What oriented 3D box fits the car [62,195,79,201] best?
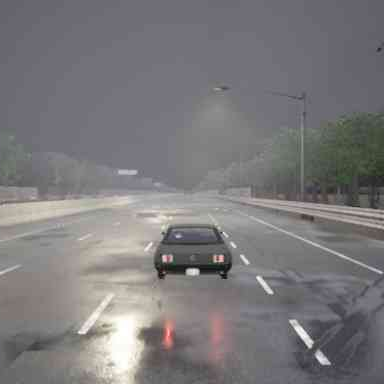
[{"bbox_3d":[-24.701,1.485,69.113,1.837,1.490,4.892,0,0,0],"label":"car"}]

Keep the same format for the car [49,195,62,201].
[{"bbox_3d":[-28.204,1.338,69.963,2.097,1.767,4.553,0,0,0],"label":"car"}]

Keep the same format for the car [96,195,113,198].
[{"bbox_3d":[-17.701,1.341,69.170,2.097,1.767,4.553,0,0,0],"label":"car"}]

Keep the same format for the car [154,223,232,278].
[{"bbox_3d":[0.013,1.588,10.049,1.895,1.301,4.718,0,0,0],"label":"car"}]

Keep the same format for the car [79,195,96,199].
[{"bbox_3d":[-21.201,1.463,69.126,1.882,1.535,5.008,0,0,0],"label":"car"}]
